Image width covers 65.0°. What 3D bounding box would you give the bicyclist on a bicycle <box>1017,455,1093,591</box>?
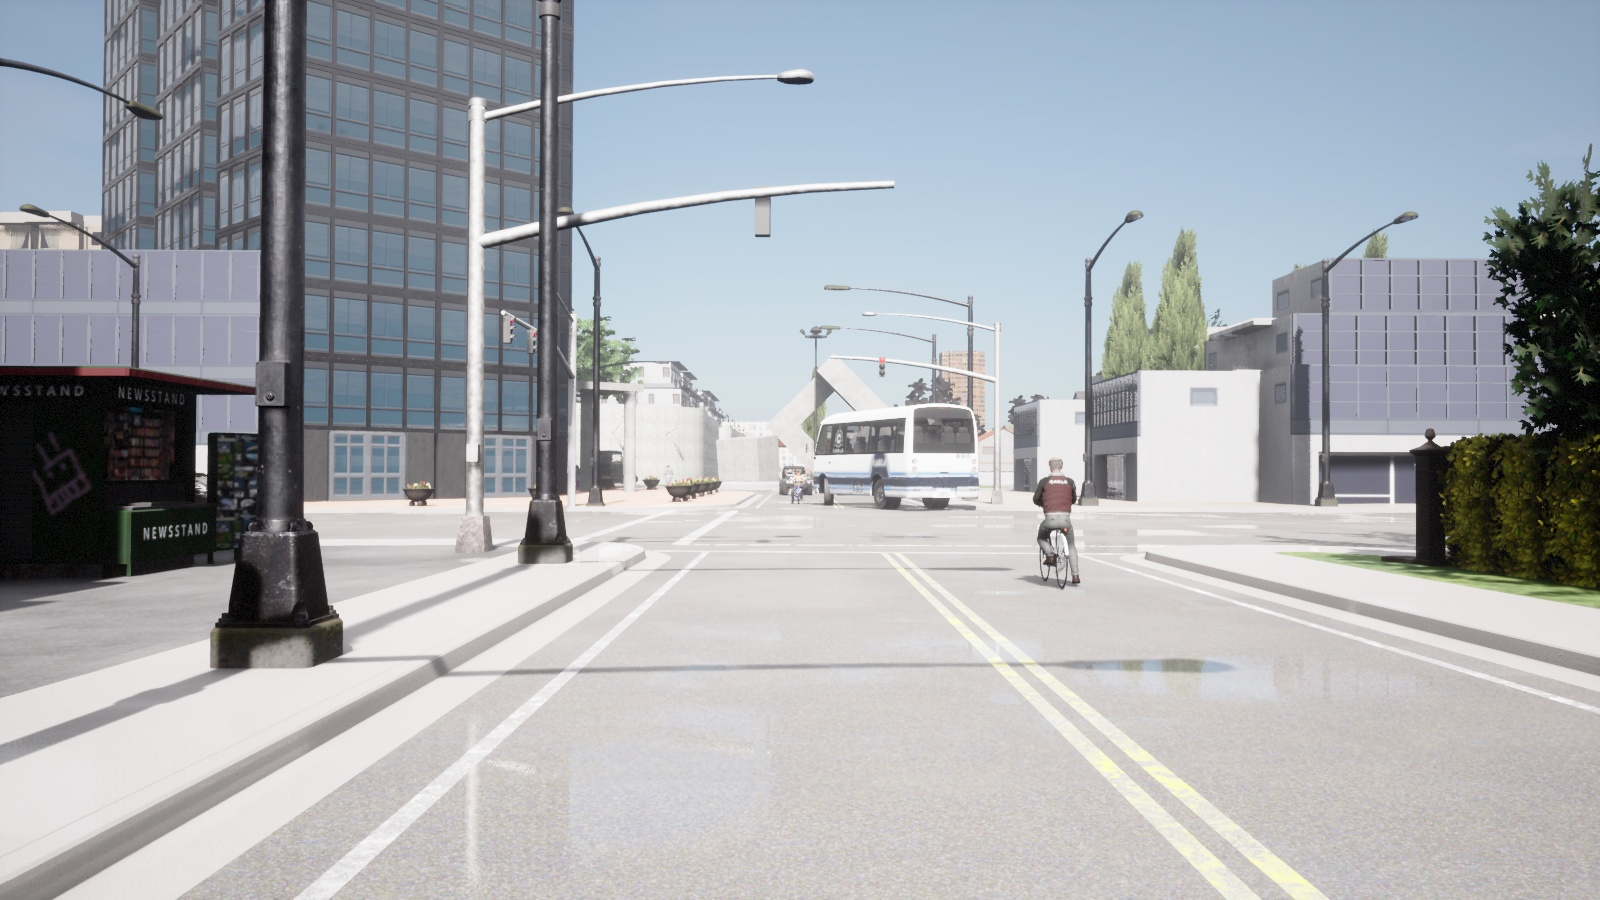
[{"bbox_3d":[3.485,0.961,17.280,0.659,1.776,1.843,0,-1,0],"label":"bicyclist on a bicycle"}]

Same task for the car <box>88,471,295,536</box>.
[{"bbox_3d":[-16.698,1.453,34.642,4.611,1.667,2.242,-1,-1,-1],"label":"car"}]

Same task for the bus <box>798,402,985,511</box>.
[{"bbox_3d":[3.661,0.336,54.455,3.944,4.253,10.273,0,-1,-22],"label":"bus"}]

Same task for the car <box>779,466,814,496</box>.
[{"bbox_3d":[-0.257,1.964,80.728,1.905,1.878,3.866,0,-1,-6],"label":"car"}]
